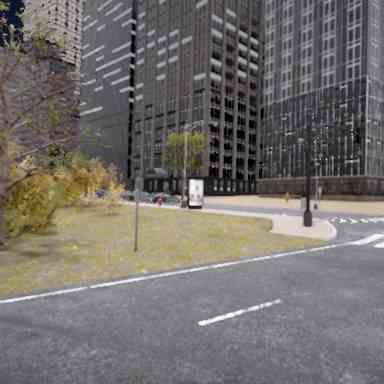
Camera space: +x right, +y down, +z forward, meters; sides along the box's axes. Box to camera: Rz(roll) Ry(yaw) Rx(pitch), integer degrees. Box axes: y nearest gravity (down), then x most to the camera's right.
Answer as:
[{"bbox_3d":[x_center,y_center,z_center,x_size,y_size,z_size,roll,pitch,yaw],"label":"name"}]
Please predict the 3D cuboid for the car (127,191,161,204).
[{"bbox_3d":[-6.408,0.655,41.148,2.128,1.511,4.902,3,-1,-41],"label":"car"}]

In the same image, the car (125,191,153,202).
[{"bbox_3d":[-8.699,0.683,53.863,2.128,1.511,4.902,3,-1,-41],"label":"car"}]

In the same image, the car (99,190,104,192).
[{"bbox_3d":[-14.652,0.379,55.592,1.882,1.535,5.008,3,-1,-42],"label":"car"}]

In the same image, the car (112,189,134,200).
[{"bbox_3d":[-13.213,0.468,63.656,2.097,1.767,4.553,3,-1,-43],"label":"car"}]

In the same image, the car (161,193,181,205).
[{"bbox_3d":[-3.391,0.817,42.616,1.812,1.442,4.674,3,-1,-41],"label":"car"}]

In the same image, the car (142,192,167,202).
[{"bbox_3d":[-6.392,0.826,56.154,1.812,1.442,4.674,3,-1,-41],"label":"car"}]

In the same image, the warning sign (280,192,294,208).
[{"bbox_3d":[11.353,0.944,39.788,1.300,1.860,1.060,1,-1,-40],"label":"warning sign"}]
